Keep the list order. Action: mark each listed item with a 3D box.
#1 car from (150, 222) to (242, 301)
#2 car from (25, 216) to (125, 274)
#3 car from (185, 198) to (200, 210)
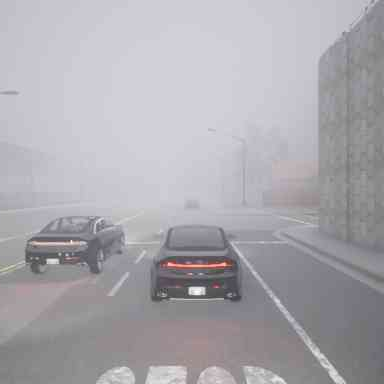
[{"bbox_3d":[0.084,1.505,8.311,1.837,1.490,4.892,0,0,0],"label":"car"},{"bbox_3d":[-3.421,1.492,10.581,2.128,1.511,4.902,0,0,0],"label":"car"},{"bbox_3d":[0.013,1.491,43.264,2.128,1.511,4.902,0,0,0],"label":"car"}]
